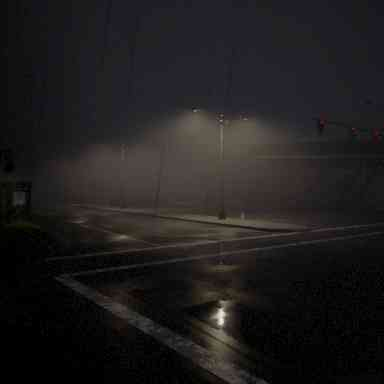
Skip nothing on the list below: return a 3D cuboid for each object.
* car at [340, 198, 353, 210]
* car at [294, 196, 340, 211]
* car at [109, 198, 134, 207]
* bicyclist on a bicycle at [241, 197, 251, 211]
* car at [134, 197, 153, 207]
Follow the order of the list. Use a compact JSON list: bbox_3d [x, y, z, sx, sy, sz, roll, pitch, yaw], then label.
[{"bbox_3d":[18.189,1.456,42.048,1.970,1.475,3.806,0,0,-35],"label":"car"},{"bbox_3d":[13.923,1.295,38.125,2.242,1.667,4.611,0,0,-35],"label":"car"},{"bbox_3d":[-11.061,1.564,50.741,1.994,1.385,4.181,0,0,-35],"label":"car"},{"bbox_3d":[6.346,1.430,39.768,1.656,1.620,0.582,-6,-7,-37],"label":"bicyclist on a bicycle"},{"bbox_3d":[-8.196,1.547,52.752,2.033,1.411,5.357,0,0,-35],"label":"car"}]
